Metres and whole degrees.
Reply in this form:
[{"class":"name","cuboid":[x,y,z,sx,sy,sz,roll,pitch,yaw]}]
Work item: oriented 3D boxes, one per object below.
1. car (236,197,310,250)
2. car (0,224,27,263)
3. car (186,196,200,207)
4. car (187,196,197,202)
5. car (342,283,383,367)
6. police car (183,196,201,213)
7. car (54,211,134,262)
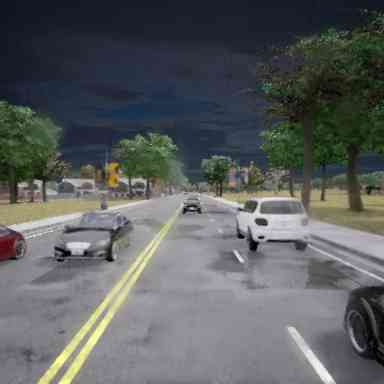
[{"class":"car","cuboid":[3.253,1.220,14.363,2.150,2.045,5.566,0,0,0]},{"class":"car","cuboid":[-6.598,1.564,9.586,1.994,1.385,4.181,0,0,0]},{"class":"car","cuboid":[0.112,1.479,52.406,2.128,1.511,4.902,0,0,0]},{"class":"car","cuboid":[0.017,1.513,73.639,2.033,1.411,5.357,0,0,0]},{"class":"car","cuboid":[3.251,1.564,3.332,1.994,1.385,4.181,0,0,0]},{"class":"police car","cuboid":[0.003,1.499,36.396,2.038,1.542,4.974,0,0,0]},{"class":"car","cuboid":[-3.347,1.491,12.162,2.128,1.511,4.902,0,0,0]}]
